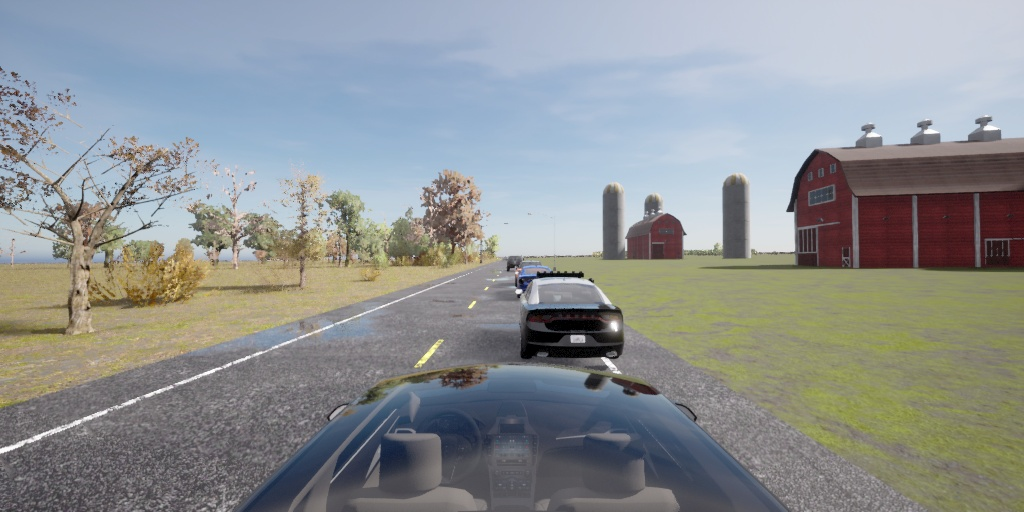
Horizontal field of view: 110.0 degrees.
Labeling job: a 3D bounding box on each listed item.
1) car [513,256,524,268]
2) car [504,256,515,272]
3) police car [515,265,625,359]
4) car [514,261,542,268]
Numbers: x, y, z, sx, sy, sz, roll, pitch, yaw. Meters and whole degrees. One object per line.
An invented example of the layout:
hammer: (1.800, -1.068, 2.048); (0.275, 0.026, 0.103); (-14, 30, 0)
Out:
car: (1.256, 1.105, 24.414); (2.097, 1.767, 4.553); (0, 0, 0)
car: (0.434, 0.972, 47.356); (2.150, 2.045, 5.566); (0, 0, 1)
police car: (1.120, 1.177, 8.554); (1.930, 1.638, 5.238); (0, 0, 0)
car: (1.205, 1.232, 18.444); (1.882, 1.535, 5.008); (0, 0, 0)
